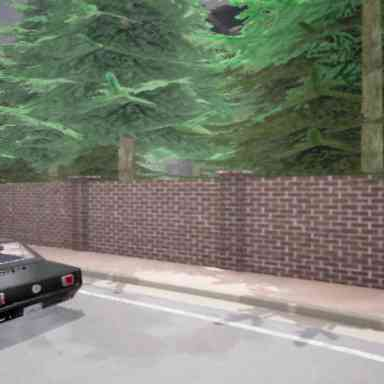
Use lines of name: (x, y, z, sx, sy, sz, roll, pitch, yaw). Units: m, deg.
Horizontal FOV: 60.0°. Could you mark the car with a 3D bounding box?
car: (-4.386, 1.551, 6.335, 4.718, 1.301, 1.895, 0, 1, 31)
